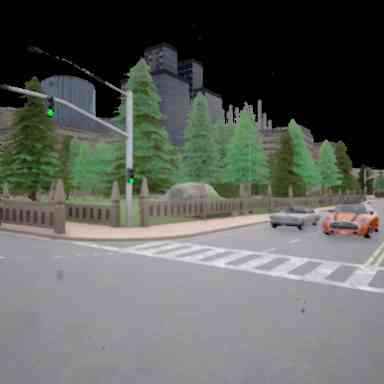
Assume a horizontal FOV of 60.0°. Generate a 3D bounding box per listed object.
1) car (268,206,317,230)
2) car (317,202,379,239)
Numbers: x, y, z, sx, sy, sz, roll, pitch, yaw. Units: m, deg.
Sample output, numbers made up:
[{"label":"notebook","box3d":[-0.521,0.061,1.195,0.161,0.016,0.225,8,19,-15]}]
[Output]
[{"label":"car","box3d":[6.502,1.561,20.893,1.895,1.301,4.718,0,0,35]},{"label":"car","box3d":[8.463,1.333,17.602,2.097,1.767,4.553,0,0,35]}]
